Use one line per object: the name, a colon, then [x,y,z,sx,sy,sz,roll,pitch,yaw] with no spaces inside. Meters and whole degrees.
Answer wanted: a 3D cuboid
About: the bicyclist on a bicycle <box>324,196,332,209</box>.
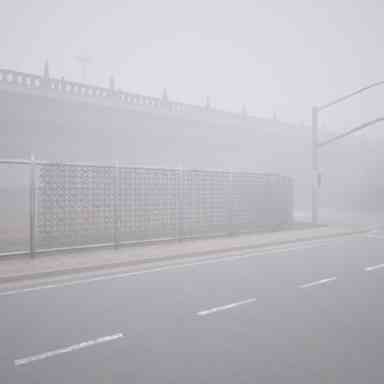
bicyclist on a bicycle: [17.734,1.356,43.314,1.656,1.620,0.582,0,0,-36]
